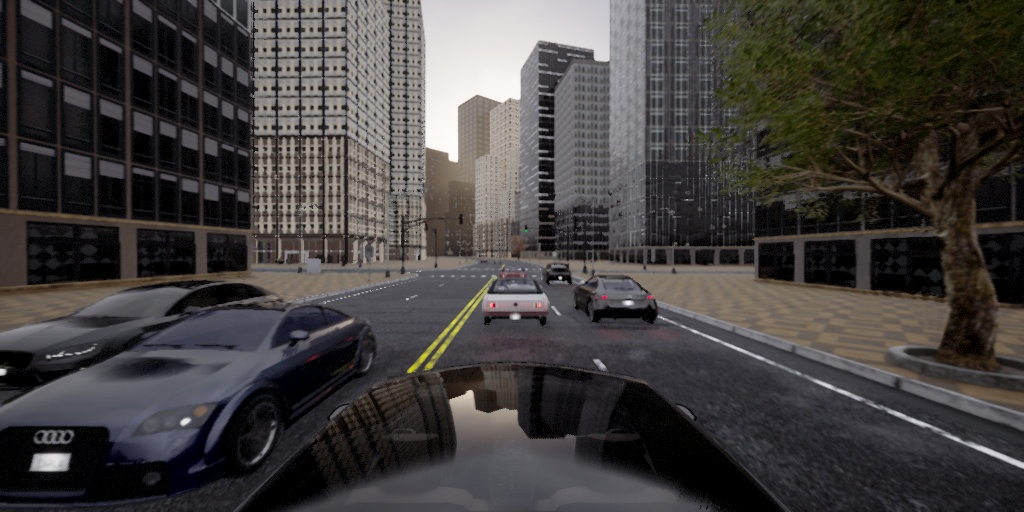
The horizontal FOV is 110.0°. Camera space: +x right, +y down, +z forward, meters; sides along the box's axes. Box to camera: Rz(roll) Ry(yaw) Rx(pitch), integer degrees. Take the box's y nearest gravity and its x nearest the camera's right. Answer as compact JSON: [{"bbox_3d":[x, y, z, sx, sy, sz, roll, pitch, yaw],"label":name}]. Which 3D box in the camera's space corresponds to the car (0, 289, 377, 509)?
[{"bbox_3d":[-3.353,1.318,4.598,1.994,1.385,4.181,0,0,0],"label":"car"}]

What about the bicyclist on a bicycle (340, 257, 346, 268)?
[{"bbox_3d":[-24.736,0.913,52.402,0.582,1.620,1.656,0,1,1],"label":"bicyclist on a bicycle"}]

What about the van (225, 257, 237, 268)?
[{"bbox_3d":[-33.959,0.995,41.305,3.998,1.789,1.690,0,0,1],"label":"van"}]

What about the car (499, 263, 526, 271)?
[{"bbox_3d":[0.085,1.372,26.272,1.895,1.301,4.718,0,0,0],"label":"car"}]

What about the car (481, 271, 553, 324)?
[{"bbox_3d":[0.094,1.363,11.949,1.895,1.301,4.718,0,0,0],"label":"car"}]

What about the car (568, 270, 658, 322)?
[{"bbox_3d":[3.343,1.326,12.314,1.994,1.385,4.181,0,0,0],"label":"car"}]

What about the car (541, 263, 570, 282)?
[{"bbox_3d":[3.336,1.276,27.123,1.837,1.490,4.892,0,0,0],"label":"car"}]

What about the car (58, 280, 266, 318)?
[{"bbox_3d":[-6.604,1.263,7.043,1.837,1.490,4.892,0,-1,0],"label":"car"}]
